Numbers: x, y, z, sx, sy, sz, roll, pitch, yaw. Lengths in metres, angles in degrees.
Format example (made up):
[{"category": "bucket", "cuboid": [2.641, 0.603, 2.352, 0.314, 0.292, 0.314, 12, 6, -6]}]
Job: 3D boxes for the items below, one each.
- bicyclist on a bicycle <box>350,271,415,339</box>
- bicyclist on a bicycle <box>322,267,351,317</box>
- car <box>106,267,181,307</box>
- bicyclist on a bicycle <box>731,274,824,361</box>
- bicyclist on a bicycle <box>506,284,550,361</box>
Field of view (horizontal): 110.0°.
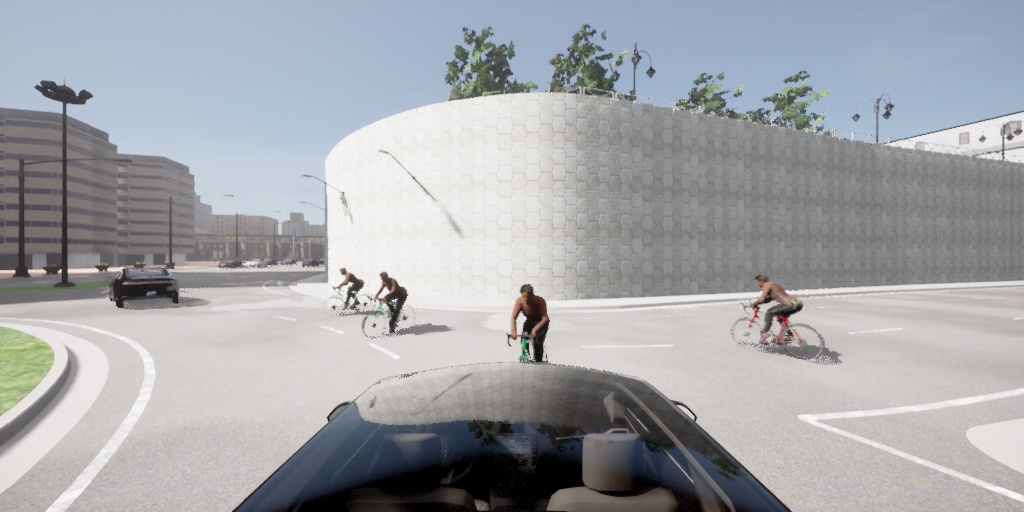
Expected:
[{"category": "bicyclist on a bicycle", "cuboid": [-3.100, 1.200, 9.104, 0.582, 1.620, 1.656, 0, 2, 32]}, {"category": "bicyclist on a bicycle", "cuboid": [-5.464, 1.197, 12.045, 1.656, 1.620, 0.582, -2, 1, -26]}, {"category": "car", "cuboid": [-15.733, 1.233, 15.328, 4.902, 1.511, 2.128, 0, 0, 40]}, {"category": "bicyclist on a bicycle", "cuboid": [5.264, 1.199, 7.251, 0.582, 1.620, 1.656, 0, -2, -31]}, {"category": "bicyclist on a bicycle", "cuboid": [0.269, 1.203, 5.091, 0.582, 1.620, 1.656, 0, 2, 20]}]
